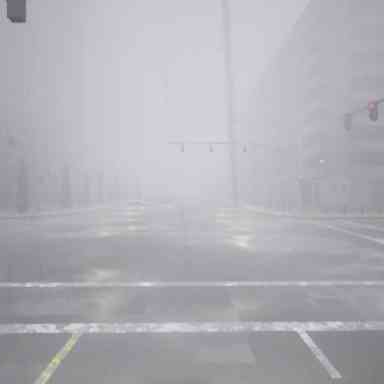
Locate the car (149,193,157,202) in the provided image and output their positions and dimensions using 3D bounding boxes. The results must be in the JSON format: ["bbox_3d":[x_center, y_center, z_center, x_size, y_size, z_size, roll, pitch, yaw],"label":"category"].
[{"bbox_3d":[-7.470,0.989,61.982,1.882,1.535,5.008,0,0,0],"label":"car"}]

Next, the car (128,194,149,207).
[{"bbox_3d":[-7.300,1.182,44.498,1.812,1.442,4.674,0,1,0],"label":"car"}]

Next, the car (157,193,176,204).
[{"bbox_3d":[-3.937,1.155,51.961,1.994,1.385,4.181,0,0,0],"label":"car"}]
